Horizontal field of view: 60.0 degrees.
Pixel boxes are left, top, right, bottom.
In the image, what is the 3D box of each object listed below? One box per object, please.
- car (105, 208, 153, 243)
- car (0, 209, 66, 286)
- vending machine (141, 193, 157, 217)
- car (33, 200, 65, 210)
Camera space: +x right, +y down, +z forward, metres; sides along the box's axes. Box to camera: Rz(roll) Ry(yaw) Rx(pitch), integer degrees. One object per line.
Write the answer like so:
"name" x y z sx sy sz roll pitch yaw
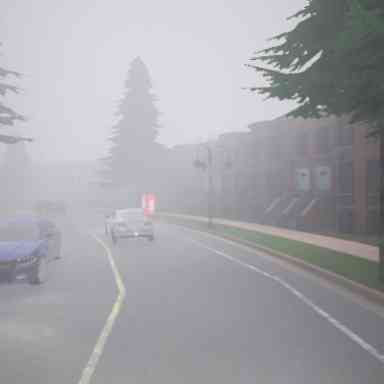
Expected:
"car" -3.129 1.521 16.191 1.812 1.442 4.674 0 0 -20
"car" -4.941 1.499 9.473 1.882 1.535 5.008 0 0 -14
"vending machine" -3.865 1.172 29.800 1.100 2.100 0.880 -1 0 -33
"car" -14.912 1.544 34.659 2.128 1.511 4.902 0 0 -44
